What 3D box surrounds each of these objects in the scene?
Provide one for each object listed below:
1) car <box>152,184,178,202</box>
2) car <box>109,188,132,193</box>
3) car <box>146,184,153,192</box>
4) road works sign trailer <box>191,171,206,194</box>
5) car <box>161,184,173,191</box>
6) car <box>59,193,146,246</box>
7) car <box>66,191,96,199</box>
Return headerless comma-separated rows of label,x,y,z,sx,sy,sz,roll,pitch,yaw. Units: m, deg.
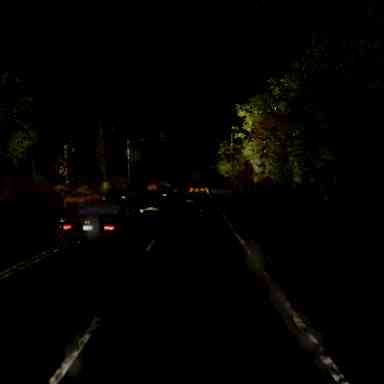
car,-2.535,0.179,33.533,1.994,1.385,4.181,1,2,1
car,-6.190,0.491,28.192,2.097,1.767,4.553,-2,2,1
car,-8.331,-0.936,69.223,1.882,1.535,5.008,-1,2,2
road works sign trailer,1.016,-1.561,53.634,2.380,3.560,2.880,-1,2,2
car,-5.092,-0.919,68.752,1.994,1.385,4.181,-1,2,2
car,-2.937,0.981,12.048,2.033,1.411,5.357,1,2,1
car,-9.429,0.665,28.675,1.882,1.535,5.008,-1,2,1
